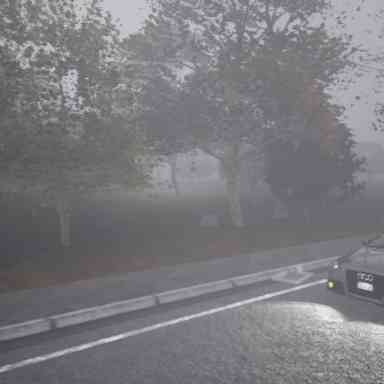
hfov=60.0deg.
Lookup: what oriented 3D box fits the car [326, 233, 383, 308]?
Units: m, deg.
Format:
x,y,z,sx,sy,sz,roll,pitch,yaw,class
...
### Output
x,y,z,sx,sy,sz,roll,pitch,yaw,class
4.827,1.523,7.176,4.181,1.385,1.994,-1,0,-33,car
